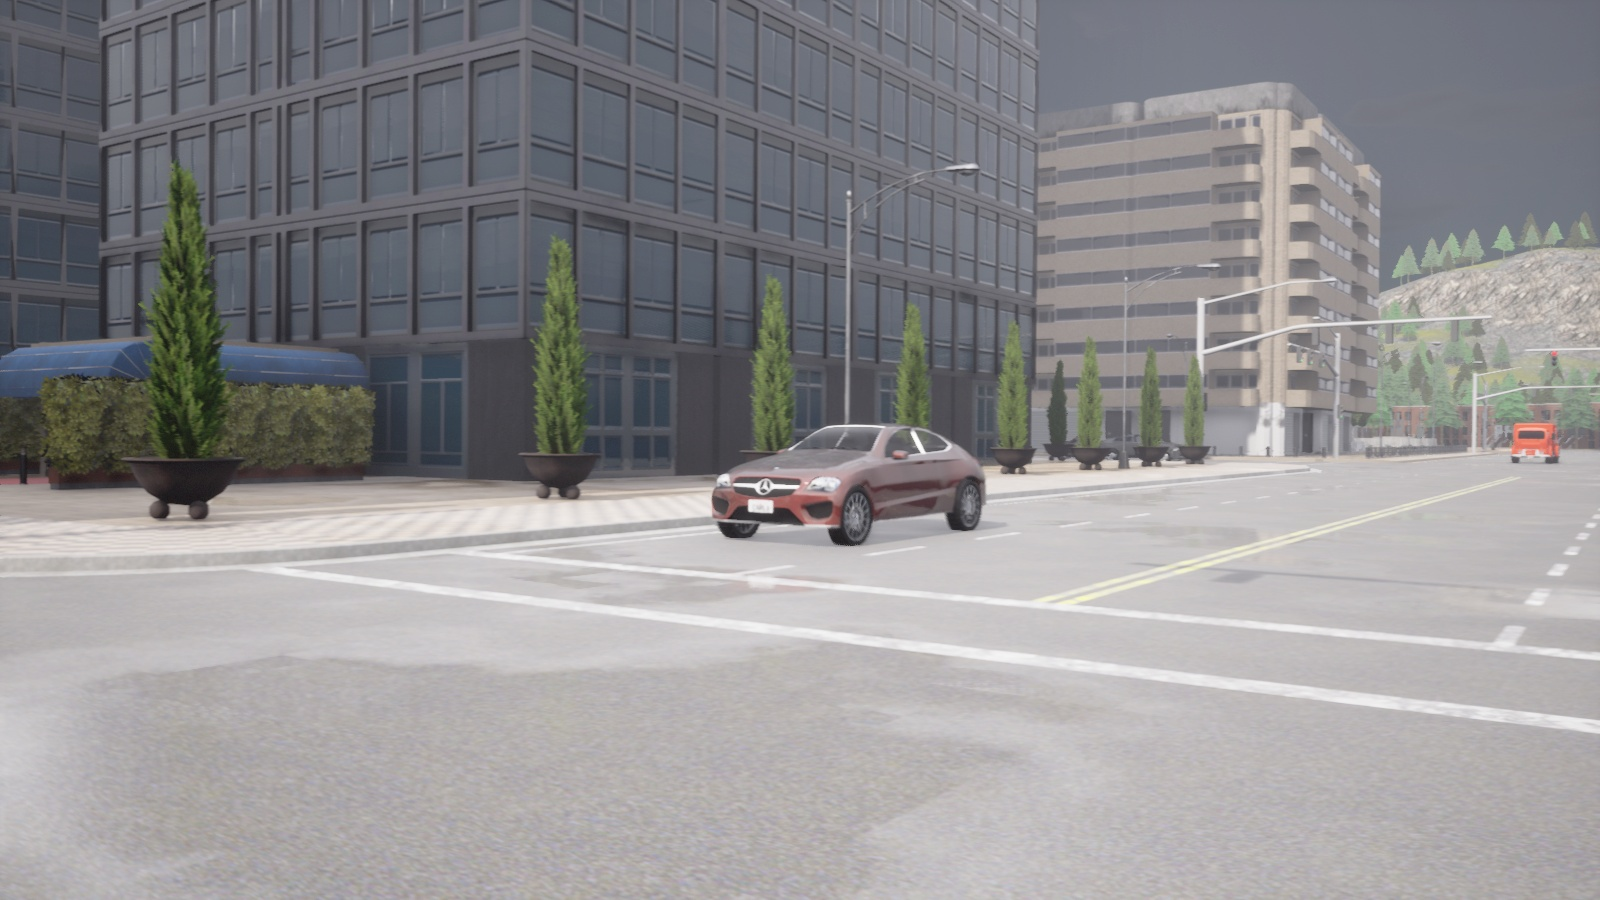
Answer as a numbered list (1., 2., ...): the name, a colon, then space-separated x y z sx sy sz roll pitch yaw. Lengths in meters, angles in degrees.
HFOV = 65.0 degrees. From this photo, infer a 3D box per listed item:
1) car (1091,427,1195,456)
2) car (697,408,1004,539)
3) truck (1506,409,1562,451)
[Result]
1. car: 18.260 -0.446 66.852 4.902 1.511 2.128 0 1 34
2. car: 0.922 0.250 18.413 2.152 1.651 5.027 0 1 34
3. truck: 45.645 -1.234 78.046 2.627 2.467 5.204 0 1 34
